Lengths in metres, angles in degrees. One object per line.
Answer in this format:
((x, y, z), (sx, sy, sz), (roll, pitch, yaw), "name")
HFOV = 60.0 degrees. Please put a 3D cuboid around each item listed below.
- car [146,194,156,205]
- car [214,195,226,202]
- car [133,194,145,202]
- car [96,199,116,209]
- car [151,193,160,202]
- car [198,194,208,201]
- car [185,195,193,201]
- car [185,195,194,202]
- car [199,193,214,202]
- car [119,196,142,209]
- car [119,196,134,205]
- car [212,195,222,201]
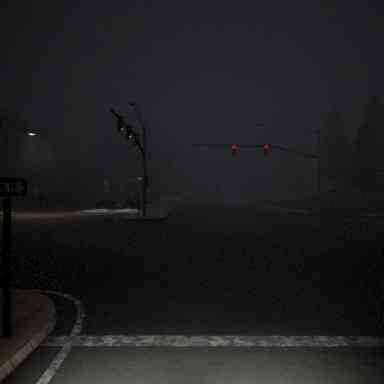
((-8.474, 1.547, 61.143), (2.033, 1.411, 5.357), (0, 0, 0), "car")
((6.403, 1.524, 73.534), (1.812, 1.442, 4.674), (0, 0, -1), "car")
((-12.143, 1.342, 76.393), (2.097, 1.767, 4.553), (0, 0, -1), "car")
((-11.772, 1.601, 45.664), (1.895, 1.301, 4.718), (0, 0, -1), "car")
((-8.647, 1.211, 76.705), (2.150, 2.045, 5.566), (0, 0, -1), "car")
((2.749, 1.319, 83.541), (2.097, 1.767, 4.553), (0, 0, -1), "car")
((-0.750, 1.505, 83.492), (1.994, 1.385, 4.181), (0, 0, -1), "car")
((-0.590, 1.478, 73.054), (1.882, 1.535, 5.008), (0, 0, -1), "car")
((2.911, 1.225, 73.019), (2.150, 2.045, 5.566), (0, 0, -1), "car")
((-8.272, 1.601, 45.730), (1.895, 1.301, 4.718), (0, 0, -1), "car")
((-11.974, 1.526, 61.278), (1.812, 1.442, 4.674), (0, 0, 0), "car")
((6.249, 1.482, 83.610), (2.128, 1.511, 4.902), (0, 0, -1), "car")
